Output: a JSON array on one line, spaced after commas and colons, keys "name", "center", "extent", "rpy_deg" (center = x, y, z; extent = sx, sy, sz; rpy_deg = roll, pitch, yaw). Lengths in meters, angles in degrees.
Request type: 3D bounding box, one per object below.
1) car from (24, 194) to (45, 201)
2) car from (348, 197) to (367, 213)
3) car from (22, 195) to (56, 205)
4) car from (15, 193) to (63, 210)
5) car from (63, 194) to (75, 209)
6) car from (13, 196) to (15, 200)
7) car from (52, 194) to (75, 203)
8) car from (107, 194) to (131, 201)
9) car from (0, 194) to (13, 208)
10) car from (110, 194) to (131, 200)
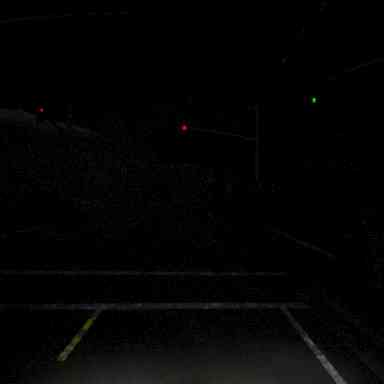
[{"name": "car", "center": [-35.118, 1.228, 74.329], "extent": [3.806, 1.475, 1.970], "rpy_deg": [0, 0, -1]}, {"name": "car", "center": [17.222, 1.403, 36.372], "extent": [2.242, 1.667, 4.611], "rpy_deg": [0, 0, -1]}, {"name": "car", "center": [-24.034, 1.188, 52.410], "extent": [4.514, 1.523, 2.007], "rpy_deg": [0, 0, -1]}, {"name": "car", "center": [-16.782, 1.000, 36.711], "extent": [3.866, 1.878, 1.905], "rpy_deg": [0, 0, -1]}, {"name": "car", "center": [-16.191, 1.277, 40.040], "extent": [3.806, 1.475, 1.970], "rpy_deg": [0, 0, -1]}, {"name": "car", "center": [-42.557, 1.212, 77.264], "extent": [3.633, 1.501, 1.845], "rpy_deg": [0, 0, -1]}, {"name": "car", "center": [-24.053, 1.188, 62.403], "extent": [3.633, 1.501, 1.845], "rpy_deg": [0, 0, -1]}, {"name": "car", "center": [-16.452, 1.174, 74.296], "extent": [5.027, 1.636, 2.152], "rpy_deg": [0, 0, -1]}, {"name": "car", "center": [-24.670, 1.013, 39.949], "extent": [4.605, 1.855, 1.932], "rpy_deg": [0, 0, -1]}, {"name": "car", "center": [-16.523, 1.176, 77.432], "extent": [4.514, 1.523, 2.007], "rpy_deg": [0, 0, -1]}]
